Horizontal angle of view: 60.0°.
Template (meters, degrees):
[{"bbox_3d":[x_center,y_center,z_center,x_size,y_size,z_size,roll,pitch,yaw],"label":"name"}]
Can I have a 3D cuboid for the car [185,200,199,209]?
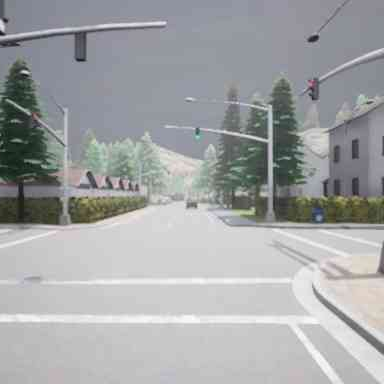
[{"bbox_3d":[-0.009,2.053,55.148,1.837,1.490,4.892,0,-1,0],"label":"car"}]
